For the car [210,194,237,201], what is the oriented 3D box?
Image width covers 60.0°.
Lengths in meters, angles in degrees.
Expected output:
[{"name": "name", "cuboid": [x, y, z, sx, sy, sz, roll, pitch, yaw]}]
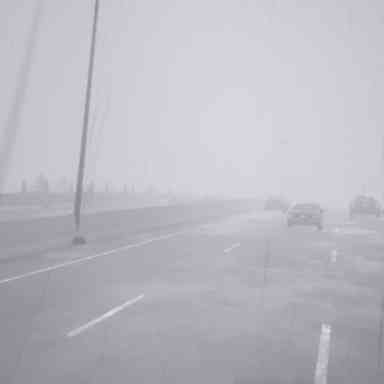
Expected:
[{"name": "car", "cuboid": [4.115, 1.012, 39.597, 1.812, 1.442, 4.674, 1, 0, 25]}]

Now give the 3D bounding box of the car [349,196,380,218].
[{"name": "car", "cuboid": [14.177, 1.087, 27.450, 2.097, 1.767, 4.553, 1, 1, 24]}]

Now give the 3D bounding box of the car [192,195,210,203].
[{"name": "car", "cuboid": [2.210, 1.063, 43.835, 1.895, 1.301, 4.718, 1, 0, 25]}]

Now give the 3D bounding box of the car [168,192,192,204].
[{"name": "car", "cuboid": [-1.429, 0.751, 44.291, 2.097, 1.767, 4.553, 1, 0, 25]}]

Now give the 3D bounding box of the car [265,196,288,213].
[{"name": "car", "cuboid": [8.111, 1.120, 31.030, 2.128, 1.511, 4.902, 1, 1, 24]}]

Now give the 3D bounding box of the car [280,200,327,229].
[{"name": "car", "cuboid": [6.875, 1.324, 19.780, 2.033, 1.411, 5.357, 1, 1, 24]}]
